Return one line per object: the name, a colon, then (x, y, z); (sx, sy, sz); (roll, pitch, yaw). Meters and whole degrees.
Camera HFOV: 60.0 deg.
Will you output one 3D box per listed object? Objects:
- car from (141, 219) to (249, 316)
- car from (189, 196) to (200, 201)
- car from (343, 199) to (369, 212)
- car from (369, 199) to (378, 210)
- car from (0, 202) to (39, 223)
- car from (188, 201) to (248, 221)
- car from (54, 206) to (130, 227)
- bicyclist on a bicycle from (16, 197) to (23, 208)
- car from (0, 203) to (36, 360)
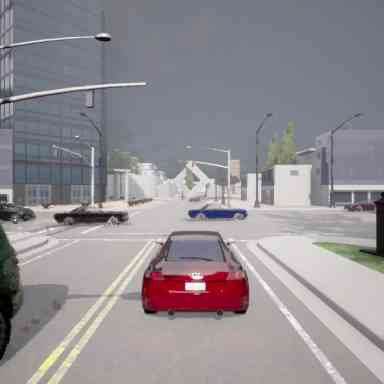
car: (0.070, 1.564, 7.623); (1.994, 1.385, 4.181); (0, 0, 0)
car: (0.688, 1.595, 76.964); (1.895, 1.301, 4.718); (0, 0, 12)
car: (19.846, 1.502, 37.070); (5.357, 1.411, 2.033); (0, 0, -1)
car: (21.522, 1.167, 33.567); (5.566, 2.045, 2.150); (0, 0, 0)
car: (-14.881, 1.597, 26.084); (4.892, 1.490, 1.837); (-1, 0, 0)
car: (2.020, 1.607, 26.219); (4.718, 1.301, 1.895); (0, 0, 0)
car: (-6.692, 1.633, 22.649); (4.718, 1.301, 1.895); (0, 0, 0)
bicyclist on a bicycle: (-22.002, 1.466, 42.502); (0.582, 1.620, 1.656); (-1, 0, 0)
car: (-3.552, 1.221, 2.601); (2.150, 2.045, 5.566); (0, 0, 1)
